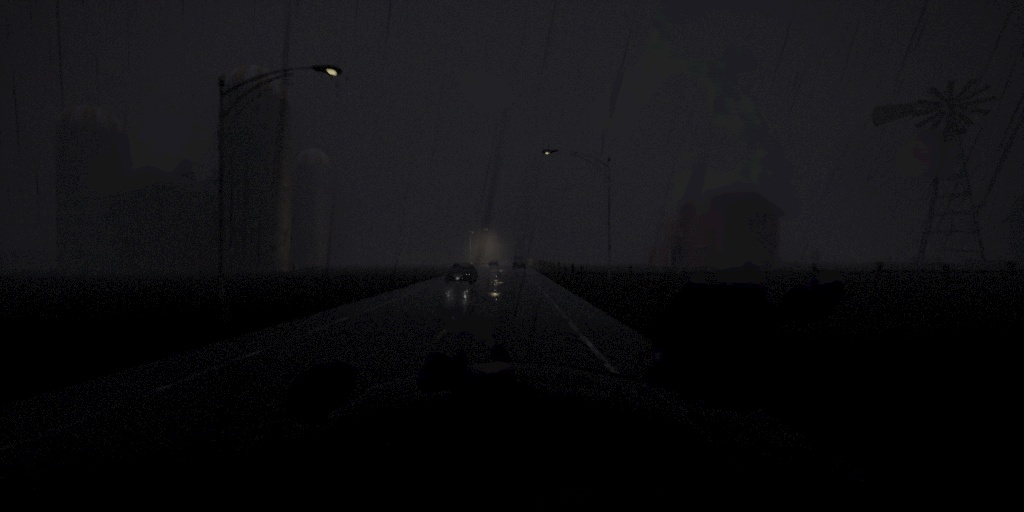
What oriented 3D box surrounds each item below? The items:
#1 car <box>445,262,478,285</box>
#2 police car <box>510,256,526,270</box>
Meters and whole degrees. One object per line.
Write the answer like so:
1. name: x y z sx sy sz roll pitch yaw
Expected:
1. car: -3.599 1.220 26.173 2.128 1.511 4.902 0 0 0
2. police car: 1.039 1.157 52.978 1.930 1.638 5.238 0 0 0
